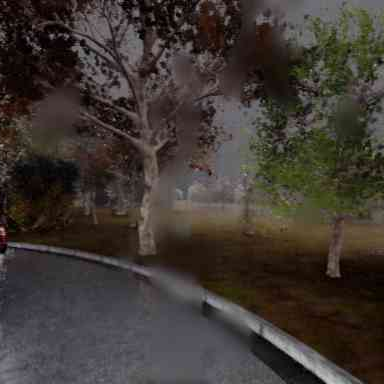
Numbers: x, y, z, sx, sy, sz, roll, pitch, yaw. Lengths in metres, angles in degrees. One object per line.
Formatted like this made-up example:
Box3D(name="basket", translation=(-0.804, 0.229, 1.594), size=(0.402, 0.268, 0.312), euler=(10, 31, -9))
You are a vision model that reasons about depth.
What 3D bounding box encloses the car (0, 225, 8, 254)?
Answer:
Box3D(name="car", translation=(-9.627, 1.653, 13.524), size=(4.553, 1.767, 2.097), euler=(-1, -1, 30))
